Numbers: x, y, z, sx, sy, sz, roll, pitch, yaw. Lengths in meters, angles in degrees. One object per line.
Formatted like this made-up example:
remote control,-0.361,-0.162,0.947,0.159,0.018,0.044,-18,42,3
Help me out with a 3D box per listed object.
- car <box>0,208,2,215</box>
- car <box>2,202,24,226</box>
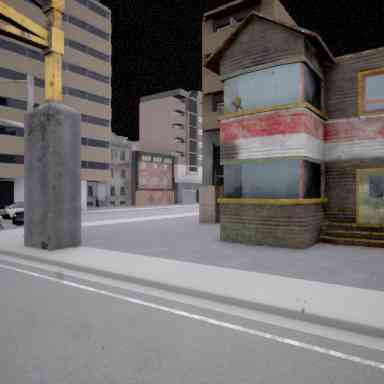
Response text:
car,-13.269,1.295,25.708,4.536,1.218,1.853,0,0,-30
car,-10.111,1.453,23.009,2.038,1.542,4.974,0,0,15
